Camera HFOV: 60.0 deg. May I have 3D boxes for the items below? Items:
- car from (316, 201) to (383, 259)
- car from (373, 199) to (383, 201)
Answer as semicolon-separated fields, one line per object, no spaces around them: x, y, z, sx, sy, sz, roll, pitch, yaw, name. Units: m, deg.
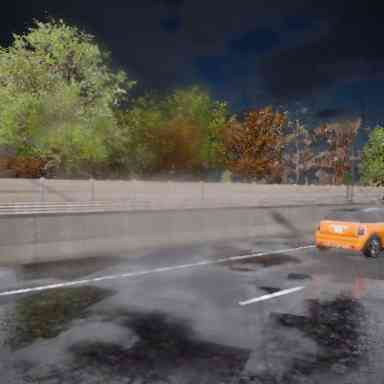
6.927;1.384;13.026;4.553;1.767;2.097;0;0;-35;car
28.177;1.736;49.836;4.181;1.385;1.994;0;0;-35;car
